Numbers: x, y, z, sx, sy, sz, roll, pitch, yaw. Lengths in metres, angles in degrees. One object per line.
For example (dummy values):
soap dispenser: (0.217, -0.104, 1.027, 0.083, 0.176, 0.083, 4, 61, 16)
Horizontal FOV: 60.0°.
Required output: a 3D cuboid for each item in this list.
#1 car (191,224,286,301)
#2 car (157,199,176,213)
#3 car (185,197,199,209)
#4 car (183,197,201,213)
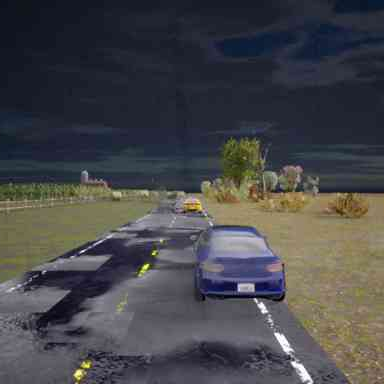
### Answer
car: (0.951, 1.525, 8.174, 1.812, 1.442, 4.674, 0, 0, 0)
car: (-2.803, 1.542, 37.353, 2.033, 1.411, 5.357, 0, 0, 0)
car: (-0.041, 1.471, 47.244, 1.882, 1.535, 5.008, 0, 0, 1)
car: (0.026, 1.472, 37.064, 1.882, 1.535, 5.008, 0, 0, 0)
